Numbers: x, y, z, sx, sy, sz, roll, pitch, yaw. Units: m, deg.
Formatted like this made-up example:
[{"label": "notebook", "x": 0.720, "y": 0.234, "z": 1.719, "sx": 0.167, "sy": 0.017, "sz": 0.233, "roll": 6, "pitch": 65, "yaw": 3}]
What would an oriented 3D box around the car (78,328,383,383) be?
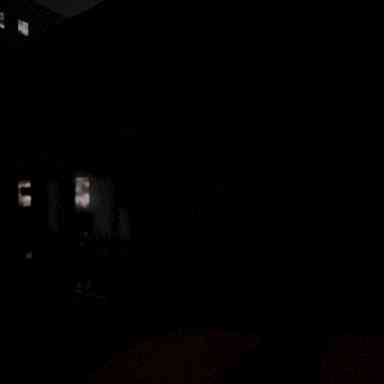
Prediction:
[{"label": "car", "x": 1.195, "y": 1.524, "z": 2.026, "sx": 4.829, "sy": 1.417, "sz": 1.752, "roll": 0, "pitch": 0, "yaw": 36}]
